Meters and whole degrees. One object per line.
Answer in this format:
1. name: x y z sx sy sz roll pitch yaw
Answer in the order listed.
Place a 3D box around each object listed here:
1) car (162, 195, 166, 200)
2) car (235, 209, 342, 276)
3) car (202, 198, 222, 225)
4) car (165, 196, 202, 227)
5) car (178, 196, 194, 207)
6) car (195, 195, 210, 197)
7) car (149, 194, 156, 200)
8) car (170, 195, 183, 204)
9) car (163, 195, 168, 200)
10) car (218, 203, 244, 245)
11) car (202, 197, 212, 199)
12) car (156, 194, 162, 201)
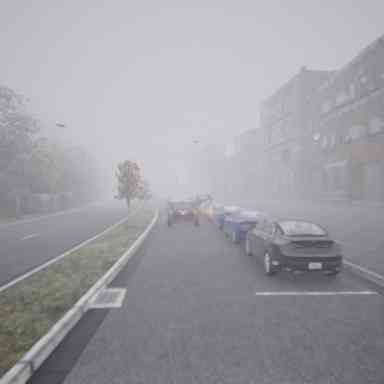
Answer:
1. car: -4.603 1.518 72.633 2.163 1.488 4.792 0 0 -12
2. car: 2.905 1.517 10.400 2.231 1.521 4.892 0 0 -1
3. car: 2.118 1.556 27.265 1.946 1.575 5.366 0 0 -3
4. car: -0.680 1.420 23.682 2.097 1.767 4.553 0 0 -3
5. car: -1.109 1.536 54.916 1.946 1.575 5.366 0 0 -9
6. car: 0.531 1.564 43.710 2.231 1.521 4.892 0 0 -6
7. car: -9.814 1.397 92.552 2.231 1.521 4.892 0 0 -15
8. car: -3.116 1.507 65.750 1.946 1.575 5.366 0 0 -11
9. car: -2.217 1.554 41.155 1.882 1.535 5.008 0 0 -6
10. car: 2.714 1.532 15.959 2.097 1.535 5.008 0 0 -2
11. car: 1.680 1.563 32.812 1.946 1.575 5.366 0 0 -5
12. car: -6.935 1.451 81.943 2.097 1.535 5.008 0 0 -14
